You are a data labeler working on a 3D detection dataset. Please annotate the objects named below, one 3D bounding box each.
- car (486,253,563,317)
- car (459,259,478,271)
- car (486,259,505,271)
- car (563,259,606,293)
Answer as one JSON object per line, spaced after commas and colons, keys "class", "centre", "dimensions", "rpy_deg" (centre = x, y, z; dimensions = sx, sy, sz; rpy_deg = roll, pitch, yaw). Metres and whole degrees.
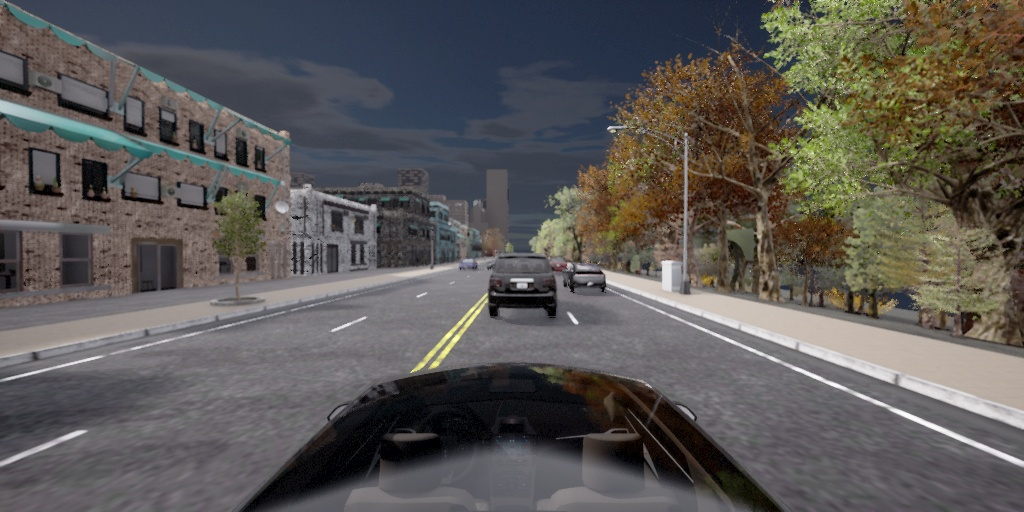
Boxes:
{"class": "car", "centre": [0.397, 0.912, 12.965], "dimensions": [2.150, 2.045, 5.566], "rpy_deg": [0, 1, 2]}
{"class": "car", "centre": [-5.231, 1.036, 43.476], "dimensions": [1.812, 1.442, 4.674], "rpy_deg": [0, 0, 2]}
{"class": "car", "centre": [-1.965, 1.076, 43.926], "dimensions": [1.994, 1.385, 4.181], "rpy_deg": [0, 0, 2]}
{"class": "car", "centre": [3.910, 1.146, 19.912], "dimensions": [2.128, 1.511, 4.902], "rpy_deg": [0, 0, 2]}
